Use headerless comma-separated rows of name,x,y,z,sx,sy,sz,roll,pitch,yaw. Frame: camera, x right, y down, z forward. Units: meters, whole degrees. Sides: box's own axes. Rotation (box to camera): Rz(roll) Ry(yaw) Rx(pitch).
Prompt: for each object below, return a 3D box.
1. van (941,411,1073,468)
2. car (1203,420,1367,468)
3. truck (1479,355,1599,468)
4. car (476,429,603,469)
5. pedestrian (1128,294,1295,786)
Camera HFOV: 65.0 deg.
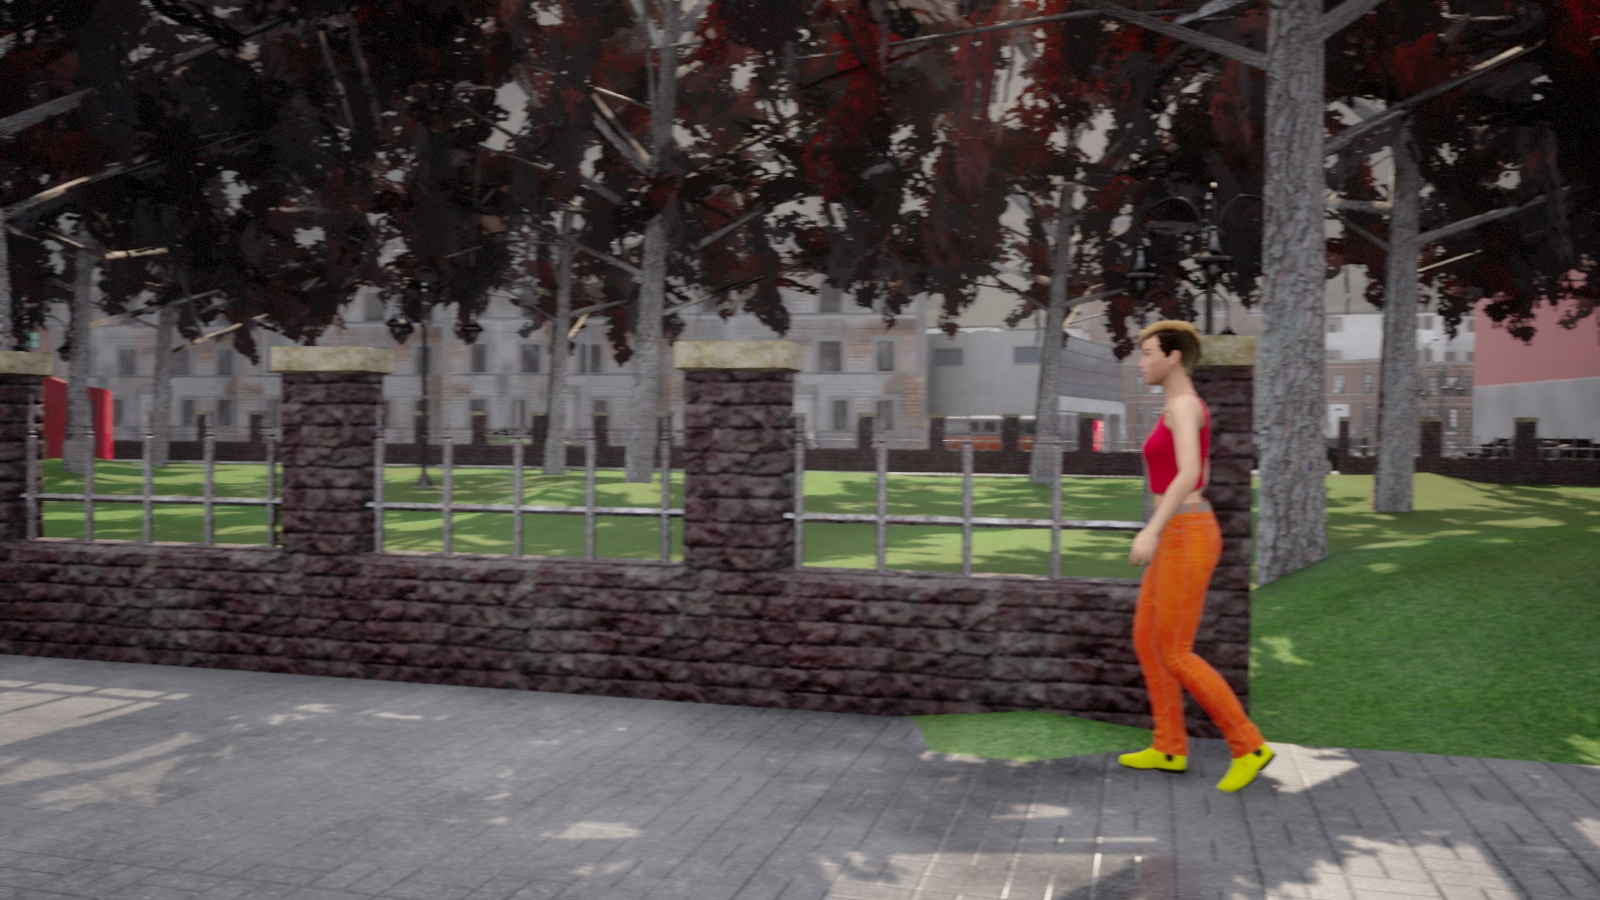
van,7.397,-0.368,44.813,4.442,1.987,1.775,0,1,16
car,16.220,-0.197,42.272,5.008,1.535,1.882,0,1,16
truck,26.076,-1.217,39.406,7.936,3.462,2.891,0,1,16
car,-10.340,-0.064,49.916,4.514,1.525,2.007,0,1,16
pedestrian,1.606,0.337,4.931,0.594,1.836,0.345,0,1,16
